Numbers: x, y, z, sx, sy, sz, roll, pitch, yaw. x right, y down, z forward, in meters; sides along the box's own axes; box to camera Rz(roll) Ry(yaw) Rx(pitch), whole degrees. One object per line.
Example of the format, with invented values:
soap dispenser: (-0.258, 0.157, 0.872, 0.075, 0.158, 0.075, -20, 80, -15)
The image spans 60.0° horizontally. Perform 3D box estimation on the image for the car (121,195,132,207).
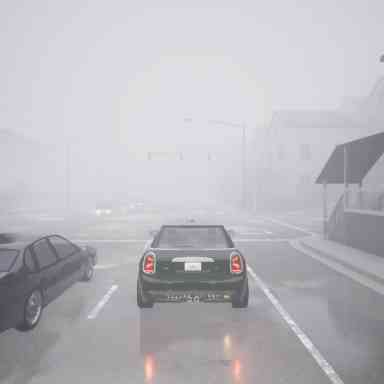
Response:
car: (-11.125, 1.352, 51.828, 2.097, 1.767, 4.553, 0, 0, -1)

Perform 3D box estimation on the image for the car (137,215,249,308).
car: (0.003, 1.352, 8.080, 2.097, 1.767, 4.553, 0, 0, 0)

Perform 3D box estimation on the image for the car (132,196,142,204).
car: (-11.198, 1.491, 61.897, 2.128, 1.511, 4.902, 0, 0, 0)

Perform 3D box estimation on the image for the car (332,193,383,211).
car: (14.110, 0.954, 27.907, 4.674, 1.442, 1.812, -15, 0, -2)

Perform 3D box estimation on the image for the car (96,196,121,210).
car: (-11.042, 1.564, 43.173, 1.994, 1.385, 4.181, 0, 0, -1)

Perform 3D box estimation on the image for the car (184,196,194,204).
car: (-0.548, 1.525, 62.837, 1.812, 1.442, 4.674, 0, 0, -1)

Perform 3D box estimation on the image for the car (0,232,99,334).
car: (-3.488, 1.547, 6.798, 2.033, 1.411, 5.357, 0, 0, 0)

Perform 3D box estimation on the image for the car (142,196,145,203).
car: (-11.244, 1.521, 72.170, 2.128, 1.511, 4.902, 0, 0, -1)
